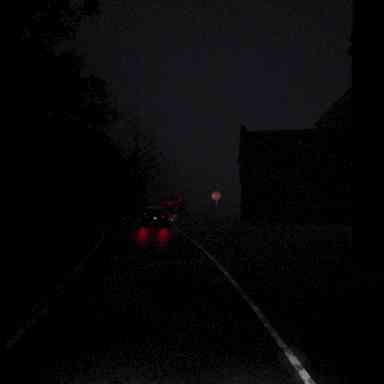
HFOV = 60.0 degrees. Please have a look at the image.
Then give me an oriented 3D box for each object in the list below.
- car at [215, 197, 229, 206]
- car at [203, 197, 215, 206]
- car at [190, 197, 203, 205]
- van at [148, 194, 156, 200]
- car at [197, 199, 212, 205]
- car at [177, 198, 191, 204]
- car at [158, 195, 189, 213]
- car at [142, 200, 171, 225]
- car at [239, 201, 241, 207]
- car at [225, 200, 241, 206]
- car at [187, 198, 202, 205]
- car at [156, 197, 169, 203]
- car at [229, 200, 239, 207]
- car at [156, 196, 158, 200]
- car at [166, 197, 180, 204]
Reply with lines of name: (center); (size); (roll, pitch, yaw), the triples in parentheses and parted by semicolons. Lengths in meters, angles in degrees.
car: (5.129, 2.111, 73.183); (2.435, 2.045, 5.566); (4, -2, -20)
car: (2.506, 2.195, 72.191); (2.097, 1.535, 5.008); (4, -2, -20)
car: (-0.105, 1.894, 71.280); (2.185, 1.767, 4.553); (4, -2, -20)
van: (-9.824, 1.493, 81.494); (1.878, 1.987, 4.442); (4, -1, -20)
car: (3.147, 2.585, 86.546); (1.946, 1.575, 5.366); (4, -2, -20)
car: (-2.043, 2.291, 84.490); (2.163, 1.488, 4.792); (4, -2, -20)
car: (-2.148, 1.468, 41.127); (2.150, 2.045, 5.566); (0, -1, 8)
car: (-2.669, 1.563, 24.274); (1.812, 1.442, 4.674); (0, 0, -6)
car: (10.359, 2.696, 75.024); (2.163, 1.488, 4.792); (3, -1, -20)
car: (10.943, 2.989, 89.182); (2.097, 1.535, 5.008); (3, -1, -20)
car: (0.524, 2.427, 85.592); (1.946, 1.575, 5.366); (4, -2, -20)
car: (-7.377, 1.934, 82.521); (2.002, 1.452, 4.674); (4, -2, -20)
car: (7.744, 2.520, 74.097); (2.231, 1.521, 4.892); (3, -1, -20)
car: (-5.316, 1.682, 69.318); (2.163, 1.488, 4.792); (4, -2, -20)
car: (-4.766, 2.117, 83.471); (2.002, 1.452, 4.674); (4, -2, -20)
